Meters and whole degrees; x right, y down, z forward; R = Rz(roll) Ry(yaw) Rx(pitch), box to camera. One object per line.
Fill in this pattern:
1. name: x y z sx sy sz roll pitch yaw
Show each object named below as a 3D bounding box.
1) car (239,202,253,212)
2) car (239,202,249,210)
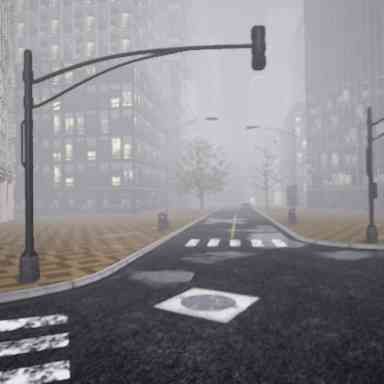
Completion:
1. car: 8.646 2.430 53.023 1.837 1.490 4.892 -1 -2 8
2. car: 10.152 2.668 64.579 1.812 1.442 4.674 -1 -1 8
